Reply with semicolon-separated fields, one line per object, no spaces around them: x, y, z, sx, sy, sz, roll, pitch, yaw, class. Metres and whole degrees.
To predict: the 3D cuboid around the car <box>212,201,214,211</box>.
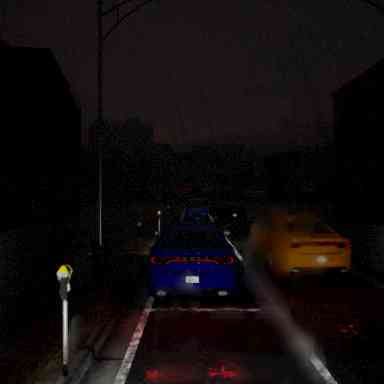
3.118;1.577;38.574;1.994;1.385;4.181;0;0;0;car

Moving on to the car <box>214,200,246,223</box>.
3.027;1.482;25.978;1.882;1.535;5.008;0;0;0;car

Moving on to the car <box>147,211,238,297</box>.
0.006;1.477;8.651;1.882;1.535;5.008;0;0;0;car

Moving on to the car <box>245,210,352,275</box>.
3.121;1.477;10.487;1.882;1.535;5.008;0;0;0;car

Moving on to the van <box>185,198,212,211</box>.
0.374;1.345;25.499;1.690;1.788;3.998;-1;0;0;van
